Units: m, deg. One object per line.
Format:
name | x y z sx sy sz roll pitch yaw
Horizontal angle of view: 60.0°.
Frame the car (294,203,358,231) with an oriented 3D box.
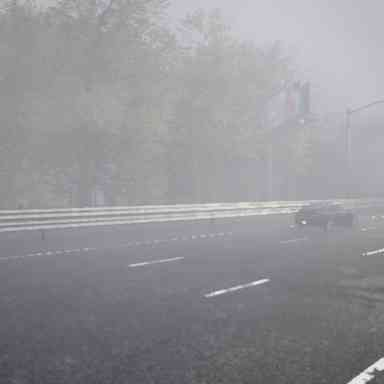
car | 8.071 1.410 19.823 4.892 1.490 1.837 0 1 -39
